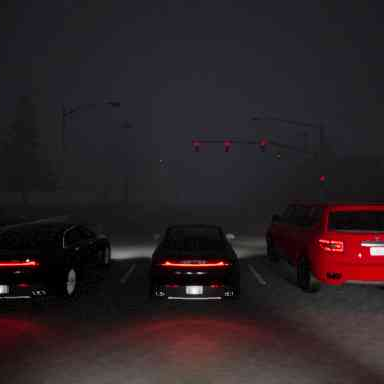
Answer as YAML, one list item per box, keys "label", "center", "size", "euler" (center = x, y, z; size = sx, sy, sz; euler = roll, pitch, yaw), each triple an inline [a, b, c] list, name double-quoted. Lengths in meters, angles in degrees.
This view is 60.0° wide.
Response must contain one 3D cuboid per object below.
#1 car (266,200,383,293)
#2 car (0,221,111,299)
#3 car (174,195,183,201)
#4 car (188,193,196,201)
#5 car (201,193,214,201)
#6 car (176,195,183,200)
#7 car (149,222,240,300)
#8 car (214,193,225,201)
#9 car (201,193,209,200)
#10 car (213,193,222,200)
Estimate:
- label: "car"
  center: [3.567, 1.221, 9.015]
  size: [2.150, 2.045, 5.566]
  euler: [0, 0, 0]
- label: "car"
  center: [-3.437, 1.505, 8.420]
  size: [1.837, 1.490, 4.892]
  euler: [0, 0, 0]
- label: "car"
  center: [-3.490, 1.516, 81.888]
  size: [1.812, 1.442, 4.674]
  euler: [0, 0, 0]
- label: "car"
  center: [0.010, 1.517, 81.471]
  size: [2.128, 1.511, 4.902]
  euler: [0, 0, 0]
- label: "car"
  center: [3.510, 1.347, 81.857]
  size: [2.097, 1.767, 4.553]
  euler: [0, 0, 0]
- label: "car"
  center: [-3.489, 1.427, 91.922]
  size: [1.895, 1.301, 4.718]
  euler: [0, 0, 0]
- label: "car"
  center: [0.063, 1.505, 8.367]
  size: [1.837, 1.490, 4.892]
  euler: [0, 0, 0]
- label: "car"
  center: [7.010, 1.492, 81.470]
  size: [1.837, 1.490, 4.892]
  euler: [0, 0, 0]
- label: "car"
  center: [3.511, 1.187, 91.861]
  size: [2.097, 1.767, 4.553]
  euler: [0, 0, 0]
- label: "car"
  center: [7.011, 1.187, 91.860]
  size: [2.097, 1.767, 4.553]
  euler: [0, 0, 0]
